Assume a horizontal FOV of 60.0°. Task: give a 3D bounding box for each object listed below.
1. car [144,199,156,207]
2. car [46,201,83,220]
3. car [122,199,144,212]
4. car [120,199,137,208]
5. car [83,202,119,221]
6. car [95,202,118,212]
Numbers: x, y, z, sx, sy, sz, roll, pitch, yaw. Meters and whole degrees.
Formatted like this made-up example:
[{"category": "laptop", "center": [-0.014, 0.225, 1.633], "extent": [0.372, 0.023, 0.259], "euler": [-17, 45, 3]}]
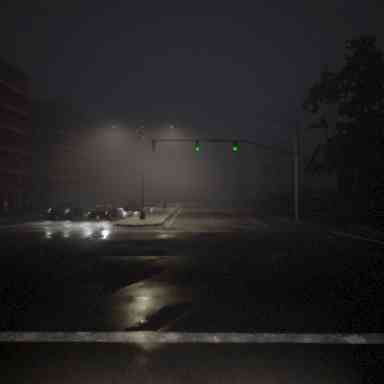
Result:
[{"category": "car", "center": [-8.018, 2.071, 61.936], "extent": [1.812, 1.442, 4.674], "euler": [0, 0, 1]}, {"category": "car", "center": [-11.594, 1.626, 30.727], "extent": [2.097, 1.767, 4.553], "euler": [0, -1, 0]}, {"category": "car", "center": [-8.074, 1.925, 45.166], "extent": [1.812, 1.442, 4.674], "euler": [0, 0, 0]}, {"category": "car", "center": [-11.532, 2.028, 60.886], "extent": [2.128, 1.511, 4.902], "euler": [0, -1, 1]}, {"category": "car", "center": [-8.105, 1.871, 30.569], "extent": [1.895, 1.301, 4.718], "euler": [0, 0, -2]}, {"category": "car", "center": [-11.580, 2.001, 45.294], "extent": [1.895, 1.301, 4.718], "euler": [0, 0, 0]}]
